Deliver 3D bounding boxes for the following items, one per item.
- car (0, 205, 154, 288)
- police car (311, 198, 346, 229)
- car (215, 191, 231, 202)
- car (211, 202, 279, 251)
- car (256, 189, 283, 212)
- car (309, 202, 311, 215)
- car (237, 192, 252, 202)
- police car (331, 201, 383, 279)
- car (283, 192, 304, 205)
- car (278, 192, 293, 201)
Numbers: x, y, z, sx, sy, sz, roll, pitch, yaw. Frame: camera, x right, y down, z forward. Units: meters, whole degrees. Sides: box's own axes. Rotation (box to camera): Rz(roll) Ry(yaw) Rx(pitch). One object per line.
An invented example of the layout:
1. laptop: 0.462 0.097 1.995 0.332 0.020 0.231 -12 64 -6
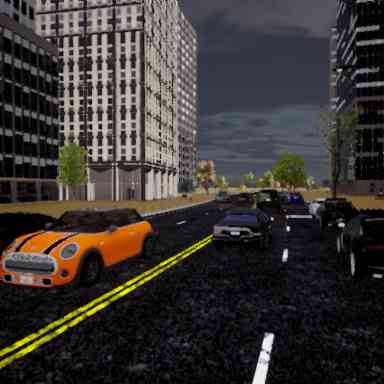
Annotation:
1. car: -2.787 1.223 9.095 2.097 1.767 4.553 0 1 18
2. police car: 8.222 1.145 19.087 1.930 1.638 5.238 0 1 16
3. car: 4.745 0.636 50.830 2.097 1.767 4.553 0 1 11
4. car: 2.147 1.356 13.198 2.033 1.411 5.357 0 1 17
5. car: 7.437 0.757 32.236 2.150 2.045 5.566 0 1 14
6. car: 9.820 1.163 24.856 1.812 1.442 4.674 0 1 15
7. car: 7.927 0.795 50.150 1.837 1.490 4.892 0 1 11
8. police car: 5.302 1.285 9.358 1.930 1.638 5.238 0 1 18
9. car: 13.447 0.724 43.831 2.097 1.767 4.553 0 1 12
10. car: 16.213 0.726 57.950 2.033 1.411 5.357 0 1 10
